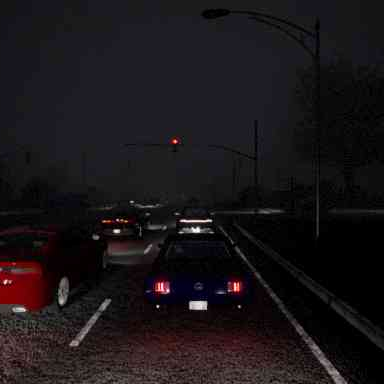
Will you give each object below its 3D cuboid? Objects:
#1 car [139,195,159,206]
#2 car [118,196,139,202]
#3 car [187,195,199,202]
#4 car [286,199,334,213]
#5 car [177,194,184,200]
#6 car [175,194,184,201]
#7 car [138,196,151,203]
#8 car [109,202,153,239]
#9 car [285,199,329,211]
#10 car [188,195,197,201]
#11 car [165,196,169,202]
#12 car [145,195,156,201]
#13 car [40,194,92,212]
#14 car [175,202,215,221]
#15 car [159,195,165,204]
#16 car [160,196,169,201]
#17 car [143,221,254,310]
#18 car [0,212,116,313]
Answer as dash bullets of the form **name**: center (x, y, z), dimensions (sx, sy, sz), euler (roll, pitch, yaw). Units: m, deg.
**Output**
- **car**: center (-6.956, 1.564, 54.686), dimensions (1.994, 1.385, 4.181), euler (0, 0, -1)
- **car**: center (-10.484, 1.491, 53.168), dimensions (2.128, 1.511, 4.902), euler (0, 0, 1)
- **car**: center (0.208, 1.505, 58.382), dimensions (1.837, 1.490, 4.892), euler (0, 0, 1)
- **car**: center (12.809, 1.491, 36.188), dimensions (4.902, 1.511, 2.128), euler (0, 0, 3)
- **car**: center (-3.222, 1.328, 95.054), dimensions (1.882, 1.535, 5.008), euler (0, 0, 1)
- **car**: center (-3.289, 1.532, 84.646), dimensions (2.033, 1.411, 5.357), euler (0, 0, 0)
- **car**: center (-10.322, 1.540, 72.520), dimensions (2.033, 1.411, 5.357), euler (0, 0, 0)
- **car**: center (-3.358, 1.505, 17.286), dimensions (1.837, 1.490, 4.892), euler (0, 0, 0)
- **car**: center (13.678, 1.526, 39.642), dimensions (4.674, 1.442, 1.812), euler (0, 0, 5)
- **car**: center (0.204, 1.525, 82.514), dimensions (2.128, 1.511, 4.902), euler (0, 0, 0)
- **car**: center (-6.821, 1.478, 73.208), dimensions (1.882, 1.535, 5.008), euler (0, 0, 0)
- **car**: center (-10.295, 1.540, 82.824), dimensions (2.033, 1.411, 5.357), euler (0, 0, 0)
- **car**: center (-14.226, 1.221, 37.772), dimensions (5.566, 2.045, 2.150), euler (0, 0, 3)
- **car**: center (0.151, 1.491, 17.023), dimensions (2.128, 1.511, 4.902), euler (0, 0, -1)
- **car**: center (-6.890, 1.601, 63.447), dimensions (1.895, 1.301, 4.718), euler (0, 0, 1)
- **car**: center (-6.794, 1.595, 83.191), dimensions (1.895, 1.301, 4.718), euler (0, 0, 0)
- **car**: center (0.119, 1.601, 7.761), dimensions (1.895, 1.301, 4.718), euler (0, 0, 0)
- **car**: center (-3.382, 1.478, 7.788), dimensions (1.882, 1.535, 5.008), euler (0, 0, 0)
